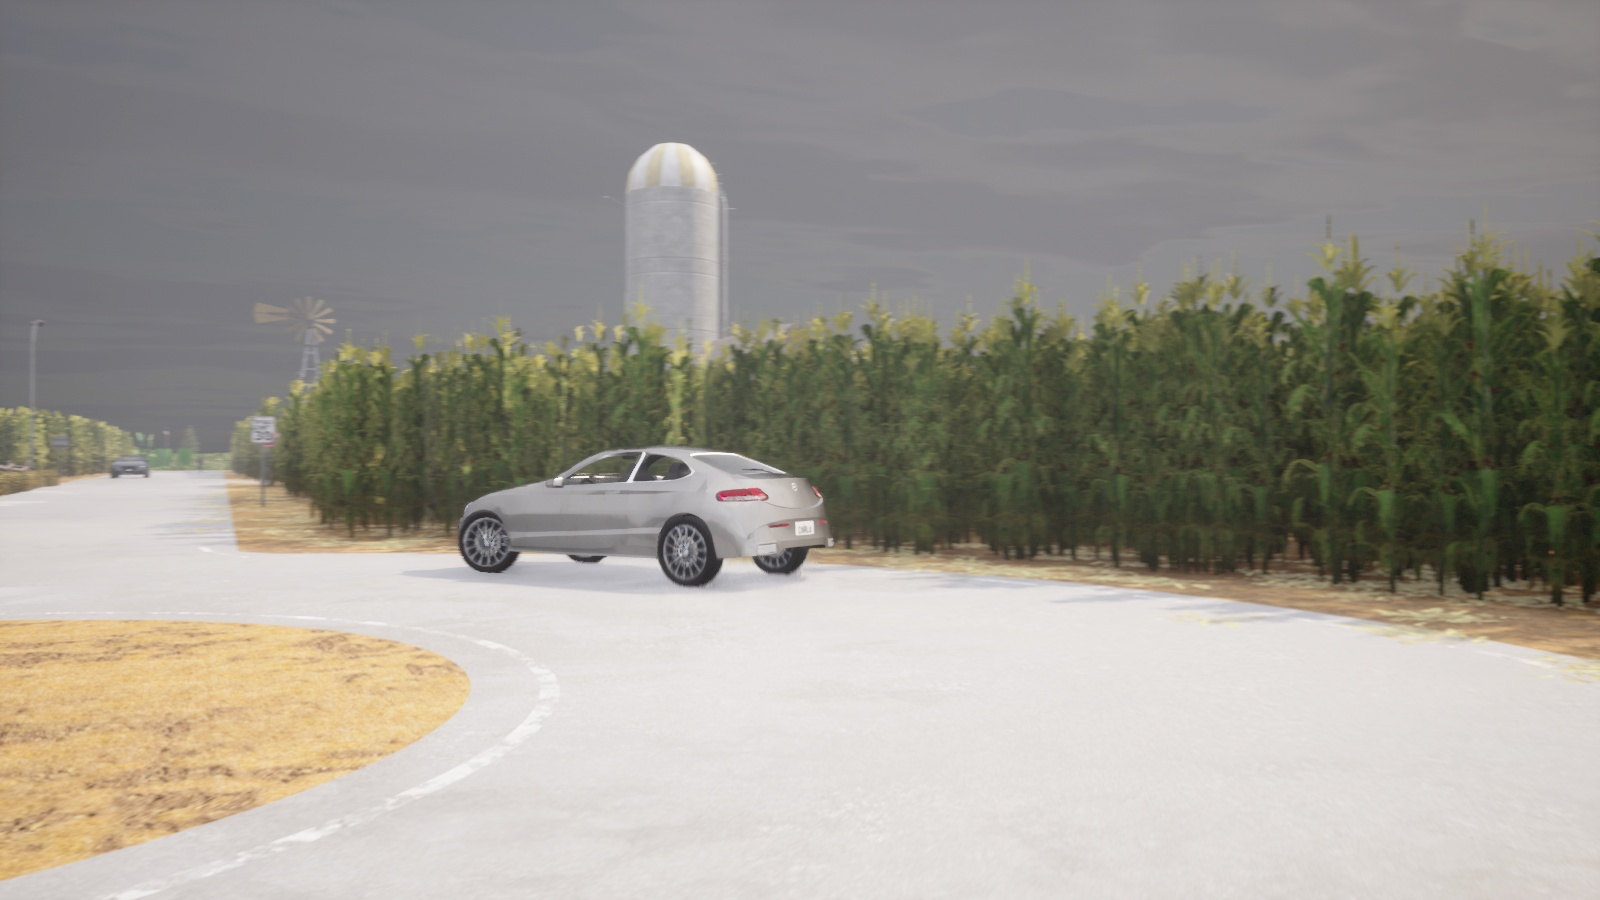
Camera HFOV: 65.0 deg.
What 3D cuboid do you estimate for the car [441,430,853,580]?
[{"bbox_3d":[-2.032,0.628,16.087,5.027,1.651,2.152,0,-1,33],"label":"car"}]

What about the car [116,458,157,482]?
[{"bbox_3d":[-40.265,1.186,76.259,1.994,1.385,4.181,0,0,-25],"label":"car"}]
